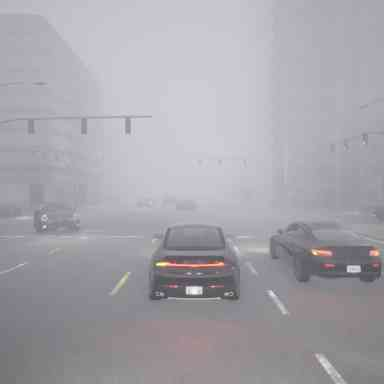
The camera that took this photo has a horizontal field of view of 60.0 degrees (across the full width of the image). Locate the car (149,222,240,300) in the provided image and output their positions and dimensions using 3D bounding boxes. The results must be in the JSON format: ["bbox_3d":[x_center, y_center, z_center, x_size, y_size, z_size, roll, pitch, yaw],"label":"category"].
[{"bbox_3d":[0.057,1.505,8.345,1.837,1.490,4.892,0,0,0],"label":"car"}]

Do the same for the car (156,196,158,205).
[{"bbox_3d":[-7.073,1.477,59.926,1.882,1.535,5.008,0,0,0],"label":"car"}]

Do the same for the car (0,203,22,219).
[{"bbox_3d":[-17.069,1.564,28.821,4.181,1.385,1.994,0,0,-3],"label":"car"}]

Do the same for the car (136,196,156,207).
[{"bbox_3d":[-7.101,1.547,50.103,2.033,1.411,5.357,0,0,0],"label":"car"}]

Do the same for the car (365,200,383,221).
[{"bbox_3d":[16.035,1.505,24.811,4.892,1.490,1.837,0,0,1],"label":"car"}]

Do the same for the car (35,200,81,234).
[{"bbox_3d":[-7.912,1.352,19.411,2.097,1.767,4.553,0,0,-29],"label":"car"}]

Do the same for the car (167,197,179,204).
[{"bbox_3d":[-3.553,1.601,63.317,1.895,1.301,4.718,0,0,1],"label":"car"}]

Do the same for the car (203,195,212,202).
[{"bbox_3d":[3.500,1.500,74.698,1.837,1.490,4.892,0,0,0],"label":"car"}]

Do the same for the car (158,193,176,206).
[{"bbox_3d":[-3.606,1.221,53.344,2.150,2.045,5.566,0,0,1],"label":"car"}]

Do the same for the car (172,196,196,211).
[{"bbox_3d":[-0.676,1.564,40.933,1.994,1.385,4.181,0,0,10],"label":"car"}]

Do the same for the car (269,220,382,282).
[{"bbox_3d":[3.563,1.526,9.601,1.812,1.442,4.674,0,0,0],"label":"car"}]

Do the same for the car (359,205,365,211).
[{"bbox_3d":[20.844,1.547,35.464,5.357,1.411,2.033,0,0,1],"label":"car"}]
